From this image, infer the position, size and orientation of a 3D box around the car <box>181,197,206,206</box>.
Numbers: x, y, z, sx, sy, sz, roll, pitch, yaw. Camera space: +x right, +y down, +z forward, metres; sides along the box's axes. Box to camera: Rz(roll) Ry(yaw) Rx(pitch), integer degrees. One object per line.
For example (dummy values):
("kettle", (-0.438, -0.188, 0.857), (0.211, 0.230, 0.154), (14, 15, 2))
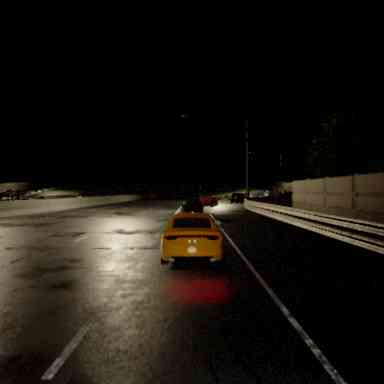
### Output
("car", (0.088, 1.459, 29.962), (1.837, 1.490, 4.892), (0, 0, 1))

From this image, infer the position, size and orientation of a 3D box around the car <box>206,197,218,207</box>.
("car", (2.355, 1.402, 46.165), (1.882, 1.535, 5.008), (-1, 0, 16))

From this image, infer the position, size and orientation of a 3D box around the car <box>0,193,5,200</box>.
("car", (-47.273, 1.287, 80.087), (2.128, 1.511, 4.902), (0, 2, -20))

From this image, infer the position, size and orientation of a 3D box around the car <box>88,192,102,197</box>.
("car", (-24.237, 1.433, 84.790), (1.812, 1.442, 4.674), (0, 0, 0))

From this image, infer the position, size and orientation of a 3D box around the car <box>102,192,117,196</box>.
("car", (-20.737, 1.265, 84.808), (2.097, 1.767, 4.553), (0, 0, 0))

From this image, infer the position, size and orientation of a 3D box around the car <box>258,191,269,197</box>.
("car", (18.510, 1.219, 87.198), (1.895, 1.301, 4.718), (0, 2, 17))

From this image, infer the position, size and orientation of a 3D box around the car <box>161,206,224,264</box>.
("car", (0.006, 1.460, 11.748), (1.882, 1.535, 5.008), (0, 0, 0))

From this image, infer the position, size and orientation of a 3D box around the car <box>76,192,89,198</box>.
("car", (-27.737, 1.134, 84.773), (2.150, 2.045, 5.566), (0, 0, 0))

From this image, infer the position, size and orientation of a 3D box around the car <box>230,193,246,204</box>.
("car", (8.777, 1.221, 61.448), (2.150, 2.045, 5.566), (1, 0, 24))
